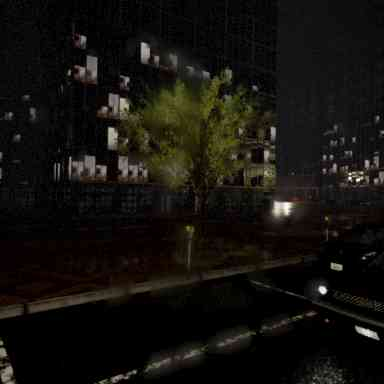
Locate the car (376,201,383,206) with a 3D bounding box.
[{"bbox_3d":[36.942,1.894,62.207,1.752,1.417,4.829,1,-1,-20],"label":"car"}]

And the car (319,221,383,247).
[{"bbox_3d":[5.565,1.575,9.832,4.313,1.339,1.947,0,1,-34],"label":"car"}]

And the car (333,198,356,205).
[{"bbox_3d":[33.141,1.990,72.550,2.008,1.369,4.403,1,-1,-20],"label":"car"}]

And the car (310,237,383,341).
[{"bbox_3d":[4.201,1.605,5.768,4.718,1.301,1.895,0,0,-34],"label":"car"}]

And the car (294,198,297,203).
[{"bbox_3d":[27.351,2.129,88.303,1.802,1.307,4.206,1,-1,-20],"label":"car"}]

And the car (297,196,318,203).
[{"bbox_3d":[29.285,1.826,83.055,2.192,1.841,5.009,1,-1,-20],"label":"car"}]

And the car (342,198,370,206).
[{"bbox_3d":[29.610,1.767,59.316,2.008,1.369,4.403,1,-1,-20],"label":"car"}]

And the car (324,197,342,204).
[{"bbox_3d":[27.683,1.693,64.567,1.967,1.590,4.097,1,-1,-20],"label":"car"}]

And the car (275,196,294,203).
[{"bbox_3d":[21.896,1.800,80.313,1.967,1.590,4.097,1,-1,-20],"label":"car"}]
